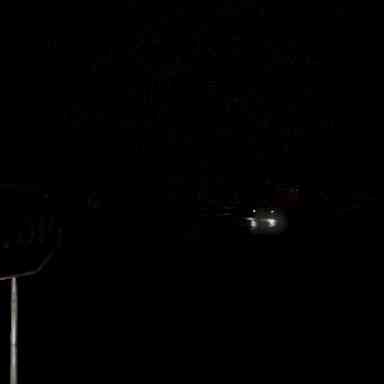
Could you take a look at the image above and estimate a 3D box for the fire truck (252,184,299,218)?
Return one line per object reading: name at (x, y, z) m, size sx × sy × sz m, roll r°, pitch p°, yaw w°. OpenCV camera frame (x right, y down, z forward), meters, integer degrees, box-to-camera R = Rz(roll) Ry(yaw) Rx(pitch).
fire truck at (10.365, 1.057, 40.561) m, size 2.891 × 3.827 × 8.468 m, roll 0°, pitch -1°, yaw 35°
